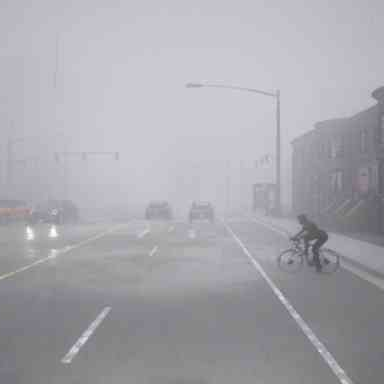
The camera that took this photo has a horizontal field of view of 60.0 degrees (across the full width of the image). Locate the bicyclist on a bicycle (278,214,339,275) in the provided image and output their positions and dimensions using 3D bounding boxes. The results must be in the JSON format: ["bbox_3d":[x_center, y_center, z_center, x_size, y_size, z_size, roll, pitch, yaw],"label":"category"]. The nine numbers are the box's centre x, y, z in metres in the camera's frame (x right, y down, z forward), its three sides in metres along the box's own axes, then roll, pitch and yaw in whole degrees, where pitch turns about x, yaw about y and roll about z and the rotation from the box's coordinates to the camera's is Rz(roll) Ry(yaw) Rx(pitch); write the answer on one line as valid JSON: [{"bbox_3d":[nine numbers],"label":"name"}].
[{"bbox_3d":[3.149,1.435,8.998,1.656,1.620,0.582,0,0,1],"label":"bicyclist on a bicycle"}]

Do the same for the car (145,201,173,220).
[{"bbox_3d":[-2.716,1.484,27.704,2.128,1.511,4.902,0,0,1],"label":"car"}]

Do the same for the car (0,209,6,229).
[{"bbox_3d":[-10.270,1.597,13.987,1.895,1.301,4.718,0,0,2],"label":"car"}]

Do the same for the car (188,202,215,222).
[{"bbox_3d":[0.738,1.484,25.967,2.128,1.511,4.902,0,0,2],"label":"car"}]

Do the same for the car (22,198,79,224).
[{"bbox_3d":[-9.981,1.345,24.281,2.097,1.767,4.553,0,0,2],"label":"car"}]

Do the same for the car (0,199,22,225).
[{"bbox_3d":[-13.497,1.345,23.798,2.097,1.767,4.553,0,0,2],"label":"car"}]
